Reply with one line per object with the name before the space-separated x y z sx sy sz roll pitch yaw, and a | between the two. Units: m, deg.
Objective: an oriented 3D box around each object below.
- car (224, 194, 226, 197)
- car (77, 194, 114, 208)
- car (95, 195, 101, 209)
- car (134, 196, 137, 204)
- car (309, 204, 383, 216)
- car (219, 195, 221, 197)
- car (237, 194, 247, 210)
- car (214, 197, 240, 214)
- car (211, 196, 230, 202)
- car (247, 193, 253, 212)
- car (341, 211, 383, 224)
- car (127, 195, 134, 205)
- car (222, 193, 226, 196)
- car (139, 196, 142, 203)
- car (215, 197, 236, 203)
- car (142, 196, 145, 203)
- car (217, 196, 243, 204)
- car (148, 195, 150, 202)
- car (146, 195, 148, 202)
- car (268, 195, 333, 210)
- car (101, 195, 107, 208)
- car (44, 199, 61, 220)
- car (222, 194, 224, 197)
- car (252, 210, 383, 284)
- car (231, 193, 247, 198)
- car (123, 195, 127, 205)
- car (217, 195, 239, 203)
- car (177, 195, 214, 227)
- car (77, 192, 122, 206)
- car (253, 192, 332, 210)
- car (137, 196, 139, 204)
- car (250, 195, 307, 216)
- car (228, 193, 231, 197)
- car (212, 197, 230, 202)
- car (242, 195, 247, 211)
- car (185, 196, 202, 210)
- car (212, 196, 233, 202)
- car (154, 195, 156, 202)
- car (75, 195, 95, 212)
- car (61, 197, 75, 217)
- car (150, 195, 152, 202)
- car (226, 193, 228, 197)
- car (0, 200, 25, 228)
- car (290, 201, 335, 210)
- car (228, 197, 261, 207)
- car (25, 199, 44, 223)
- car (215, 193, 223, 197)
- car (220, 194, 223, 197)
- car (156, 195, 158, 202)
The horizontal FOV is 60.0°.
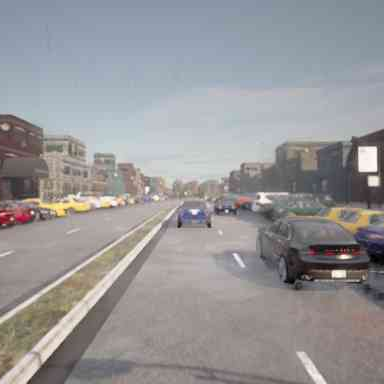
car | 7.549 1.343 46.537 5.366 1.575 1.946 0 -1 0
car | -12.908 1.305 41.336 5.366 1.575 1.946 0 0 0
car | -12.746 1.341 35.904 4.674 1.452 2.002 0 0 0
car | -12.842 1.474 58.127 5.366 1.575 1.946 0 -1 0
car | 7.853 1.427 13.463 5.366 1.575 1.946 0 0 0
car | 7.760 1.544 60.320 4.674 1.452 2.002 0 -1 0
car | 7.707 1.309 35.518 5.008 1.535 2.097 0 0 0
car | 3.166 1.441 32.401 1.895 1.301 4.718 0 0 0
car | 8.004 1.994 93.409 5.366 1.575 1.946 0 -1 0
car | 7.724 1.096 27.252 5.566 2.045 2.435 0 0 0
car | 7.659 1.483 10.707 4.674 1.452 2.002 0 0 0
car | -12.673 1.442 55.347 4.892 1.521 2.231 0 -1 0
car | 7.783 1.311 54.808 4.553 1.767 2.185 0 -1 0
car | -12.606 1.579 63.558 4.792 1.488 2.163 0 -1 0
car | 7.794 1.770 76.898 4.674 1.452 2.002 0 -1 0
car | -12.629 1.586 66.337 5.008 1.535 2.097 0 -1 0
car | 7.774 1.611 68.591 5.008 1.535 2.097 0 -1 0
car | -12.585 1.707 74.798 5.008 1.535 2.097 0 -1 0
car | -12.631 1.694 71.894 4.792 1.488 2.163 0 -1 0
car | 7.653 1.256 21.738 4.553 1.767 2.185 0 0 0
car | -12.731 1.341 38.562 4.674 1.452 2.002 0 0 0
car | -12.794 1.361 24.674 4.892 1.521 2.231 0 0 0
car | 7.740 1.403 52.049 5.008 1.535 2.097 0 -1 0
car | 3.120 1.474 9.475 1.837 1.490 4.892 0 0 0
car | 7.689 1.059 38.276 5.566 2.045 2.435 0 0 0
car | -12.658 1.246 49.668 4.553 1.767 2.185 0 -1 0
car | 7.754 1.524 71.350 4.553 1.767 2.185 0 -1 0
car | 0.144 1.252 22.204 2.097 1.767 4.553 0 0 0
car | -12.683 1.071 44.116 5.566 2.045 2.435 0 0 0
car | 7.662 1.113 24.495 5.566 2.045 2.435 0 0 0
car | -12.618 1.387 60.789 4.553 1.767 2.185 0 -1 0
car | 7.732 1.204 30.008 4.553 1.767 2.185 0 0 0
car | 7.695 1.063 41.029 5.566 2.045 2.435 0 0 0
car | 7.847 1.980 90.650 4.792 1.488 2.163 0 -1 0
car | 7.736 1.348 32.766 4.792 1.488 2.163 0 0 0
car | 0.184 1.315 40.974 1.882 1.535 5.008 0 0 0
car | 8.003 1.900 87.895 5.366 1.575 1.946 0 -1 0
car | -12.554 1.878 85.789 4.892 1.521 2.231 0 -1 0
car | -12.940 1.306 33.134 5.366 1.575 1.946 0 0 0
car | -12.782 1.340 27.577 5.008 1.535 2.097 0 0 0
car | -12.586 1.750 77.577 4.892 1.521 2.231 0 -1 0
car | 7.701 1.077 43.786 5.566 2.045 2.435 0 0 0
car | -12.805 1.397 19.114 5.008 1.535 2.097 0 0 0
car | 7.859 1.412 16.222 5.366 1.575 1.946 0 0 0
car | 7.738 1.414 49.294 4.674 1.452 2.002 0 -1 0
car | -12.828 1.408 21.895 4.792 1.488 2.163 0 0 0
car | 7.797 1.288 63.081 5.566 2.045 2.435 0 -1 0
car | 7.786 1.500 57.563 4.792 1.488 2.163 0 -1 0
car | -12.523 2.008 91.344 4.674 1.452 2.002 0 -1 0
